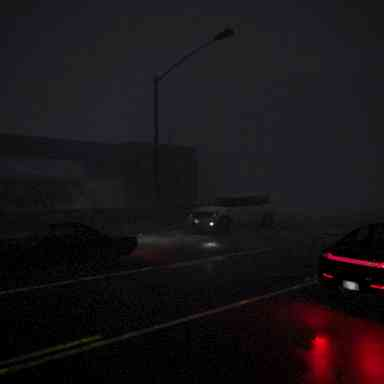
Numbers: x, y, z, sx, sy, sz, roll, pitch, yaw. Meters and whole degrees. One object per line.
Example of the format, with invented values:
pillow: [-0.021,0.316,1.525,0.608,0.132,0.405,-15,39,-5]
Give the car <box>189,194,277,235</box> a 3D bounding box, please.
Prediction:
car: [2.453,1.136,18.847,5.566,2.045,2.150,-1,0,-36]

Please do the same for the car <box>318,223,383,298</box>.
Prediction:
car: [4.774,1.425,7.313,4.902,1.511,2.128,0,0,-36]

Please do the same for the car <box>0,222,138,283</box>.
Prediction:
car: [-4.085,1.605,9.688,4.718,1.301,1.895,-1,0,-36]
